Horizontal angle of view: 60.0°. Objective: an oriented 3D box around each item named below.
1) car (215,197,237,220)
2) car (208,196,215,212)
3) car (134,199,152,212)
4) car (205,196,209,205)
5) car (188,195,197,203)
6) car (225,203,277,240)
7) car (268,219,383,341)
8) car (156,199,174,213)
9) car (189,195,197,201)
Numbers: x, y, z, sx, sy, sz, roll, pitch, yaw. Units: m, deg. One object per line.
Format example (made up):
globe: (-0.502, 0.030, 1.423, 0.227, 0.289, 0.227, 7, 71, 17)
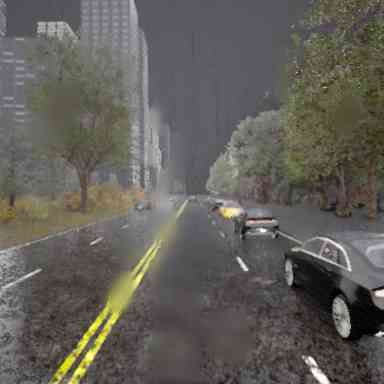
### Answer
car: (3.307, 1.494, 28.846, 1.801, 1.575, 5.366, 0, 0, 0)
car: (3.333, 1.524, 39.662, 1.882, 1.535, 5.008, 0, 0, 0)
car: (-6.529, 1.735, 44.111, 2.128, 1.511, 4.902, -6, 2, 1)
car: (3.356, 1.558, 50.669, 1.837, 1.490, 4.892, 0, 0, 0)
car: (0.125, 1.574, 71.386, 1.812, 1.442, 4.674, -1, 0, 0)
car: (3.256, 1.562, 17.647, 2.128, 1.511, 4.902, -2, 0, 0)
car: (3.228, 1.541, 6.642, 2.128, 1.511, 4.902, -2, 0, 0)
car: (-3.268, 1.677, 41.106, 1.812, 1.442, 4.674, -3, 3, 1)
car: (0.163, 1.586, 89.182, 2.033, 1.411, 5.357, -1, 0, 0)
